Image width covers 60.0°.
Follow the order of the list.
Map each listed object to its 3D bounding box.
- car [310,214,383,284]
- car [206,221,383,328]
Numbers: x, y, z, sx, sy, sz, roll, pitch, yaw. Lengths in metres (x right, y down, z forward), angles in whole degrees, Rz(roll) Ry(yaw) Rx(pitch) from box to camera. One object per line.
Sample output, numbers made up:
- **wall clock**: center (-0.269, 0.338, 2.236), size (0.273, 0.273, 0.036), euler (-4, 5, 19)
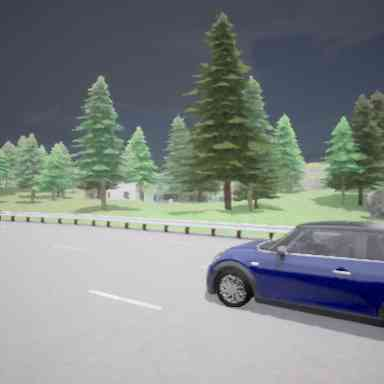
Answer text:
- **car**: center (5.806, 1.456, 8.349), size (5.008, 1.535, 1.882), euler (0, 0, 35)
- **car**: center (2.496, 1.340, 6.388), size (4.553, 1.767, 2.097), euler (0, 0, 35)
